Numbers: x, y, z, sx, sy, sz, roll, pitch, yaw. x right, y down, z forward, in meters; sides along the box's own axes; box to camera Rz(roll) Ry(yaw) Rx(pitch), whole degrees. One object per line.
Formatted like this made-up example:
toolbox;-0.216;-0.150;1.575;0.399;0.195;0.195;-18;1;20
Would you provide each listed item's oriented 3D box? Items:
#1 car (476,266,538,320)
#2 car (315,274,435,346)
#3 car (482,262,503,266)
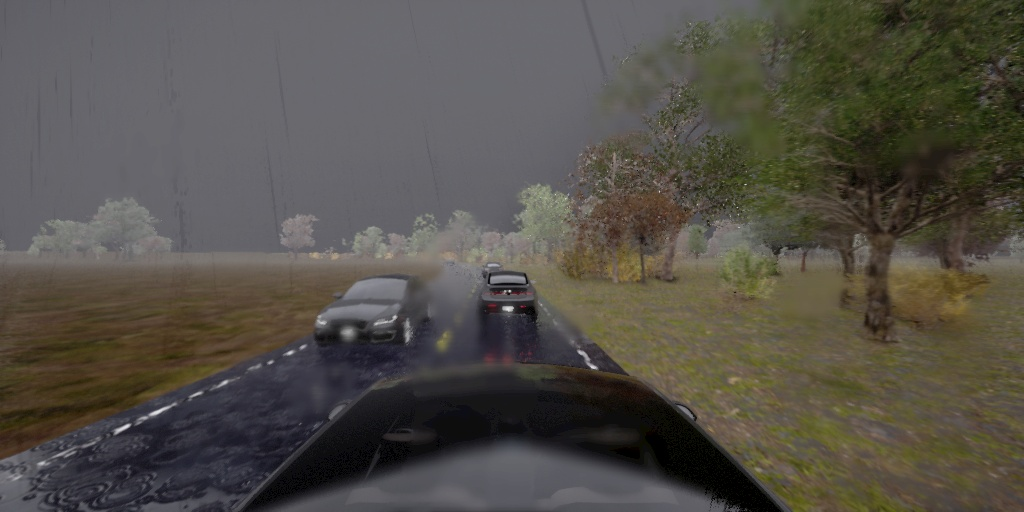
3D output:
car;-0.185;1.254;12.576;1.837;1.490;4.892;0;0;-2
car;-3.278;1.257;9.457;1.837;1.490;4.892;0;0;-2
car;-1.763;1.270;33.192;1.812;1.442;4.674;0;0;-6
